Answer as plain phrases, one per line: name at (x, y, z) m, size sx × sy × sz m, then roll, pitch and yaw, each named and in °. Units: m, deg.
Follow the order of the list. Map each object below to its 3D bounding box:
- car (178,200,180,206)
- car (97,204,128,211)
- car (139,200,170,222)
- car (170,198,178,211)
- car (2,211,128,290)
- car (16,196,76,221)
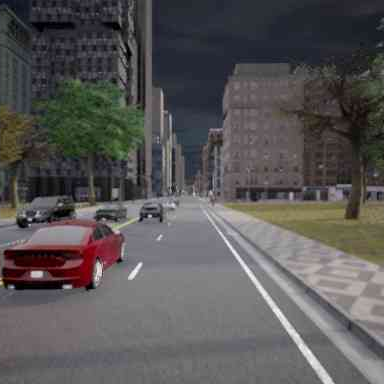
car at (-3.216, 1.827, 60.570) m, size 1.812 × 1.442 × 4.674 m, roll 0°, pitch 0°, yaw 0°
car at (-6.569, 1.667, 27.511) m, size 2.033 × 1.411 × 5.357 m, roll 0°, pitch 0°, yaw 0°
car at (-3.169, 1.621, 27.530) m, size 1.837 × 1.490 × 4.892 m, roll 0°, pitch -1°, yaw 0°
car at (-3.181, 1.804, 43.827) m, size 1.895 × 1.301 × 4.718 m, roll 0°, pitch 0°, yaw 0°
car at (-3.157, 1.517, 9.238) m, size 1.882 × 1.535 × 5.008 m, roll 0°, pitch 0°, yaw 0°
car at (-9.846, 1.321, 22.978) m, size 2.150 × 2.045 × 5.566 m, roll 0°, pitch 0°, yaw 0°
